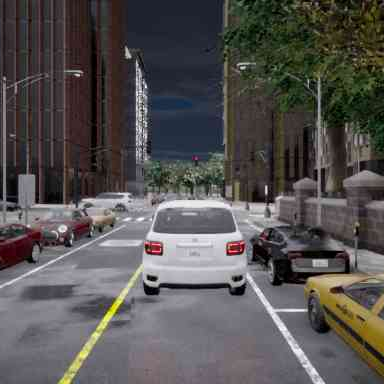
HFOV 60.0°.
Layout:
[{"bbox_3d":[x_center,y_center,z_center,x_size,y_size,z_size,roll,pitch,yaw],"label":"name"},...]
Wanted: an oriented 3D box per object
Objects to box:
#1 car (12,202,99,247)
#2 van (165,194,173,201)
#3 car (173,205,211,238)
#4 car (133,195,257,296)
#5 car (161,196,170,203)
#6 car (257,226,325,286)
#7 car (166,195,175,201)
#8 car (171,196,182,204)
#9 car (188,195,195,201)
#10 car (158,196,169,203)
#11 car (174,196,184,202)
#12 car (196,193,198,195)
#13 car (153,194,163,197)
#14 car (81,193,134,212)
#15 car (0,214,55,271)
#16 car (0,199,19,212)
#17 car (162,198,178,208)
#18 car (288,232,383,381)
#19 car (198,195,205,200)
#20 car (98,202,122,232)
[{"bbox_3d":[-5.773,1.441,14.679,1.967,1.590,4.097,0,0,0],"label":"car"},{"bbox_3d":[-5.812,1.372,84.731,1.690,1.788,3.998,0,0,0],"label":"van"},{"bbox_3d":[0.013,1.527,18.464,1.812,1.442,4.674,0,0,1],"label":"car"},{"bbox_3d":[0.061,1.222,8.819,2.150,2.045,5.566,0,0,0],"label":"car"},{"bbox_3d":[-5.805,1.549,73.686,1.752,1.417,4.829,0,0,0],"label":"car"},{"bbox_3d":[2.756,1.566,9.228,1.947,1.339,4.313,0,0,0],"label":"car"},{"bbox_3d":[-5.815,1.586,90.169,2.008,1.369,4.403,0,0,0],"label":"car"},{"bbox_3d":[-3.060,1.584,66.976,1.994,1.385,4.181,0,0,1],"label":"car"},{"bbox_3d":[-0.050,1.534,88.581,1.837,1.490,4.892,0,0,0],"label":"car"},{"bbox_3d":[-5.802,1.602,68.418,1.802,1.307,4.206,0,0,0],"label":"car"},{"bbox_3d":[-3.044,1.559,77.315,2.033,1.411,5.357,0,0,0],"label":"car"},{"bbox_3d":[-0.045,1.551,78.675,1.812,1.442,4.674,0,0,0],"label":"car"},{"bbox_3d":[-5.797,1.329,57.543,2.192,1.841,5.009,0,0,0],"label":"car"},{"bbox_3d":[-8.816,1.082,34.812,5.566,2.045,2.150,1,0,0],"label":"car"},{"bbox_3d":[-5.770,1.545,9.221,1.887,1.381,4.507,0,0,0],"label":"car"},{"bbox_3d":[-19.189,1.203,31.530,5.357,1.411,2.033,1,0,-5],"label":"car"},{"bbox_3d":[-3.123,1.574,48.106,1.994,1.385,4.181,0,0,0],"label":"car"},{"bbox_3d":[2.758,1.525,3.941,1.752,1.417,4.829,0,0,0],"label":"car"},{"bbox_3d":[2.707,1.565,95.781,1.752,1.417,4.829,0,0,0],"label":"car"},{"bbox_3d":[-5.776,1.527,19.965,1.752,1.417,4.829,0,0,0],"label":"car"}]
